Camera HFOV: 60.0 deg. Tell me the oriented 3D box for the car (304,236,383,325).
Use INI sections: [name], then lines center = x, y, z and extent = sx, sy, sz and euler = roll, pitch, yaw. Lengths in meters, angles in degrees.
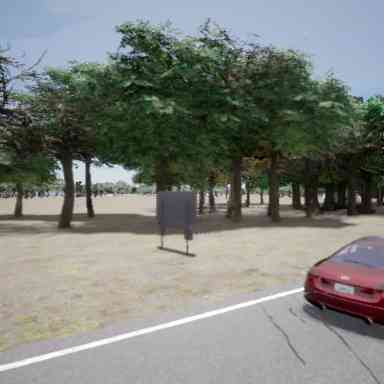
[car]
center = 4.205, 1.619, 6.841
extent = 4.181, 1.385, 1.994
euler = 0, 0, -36
